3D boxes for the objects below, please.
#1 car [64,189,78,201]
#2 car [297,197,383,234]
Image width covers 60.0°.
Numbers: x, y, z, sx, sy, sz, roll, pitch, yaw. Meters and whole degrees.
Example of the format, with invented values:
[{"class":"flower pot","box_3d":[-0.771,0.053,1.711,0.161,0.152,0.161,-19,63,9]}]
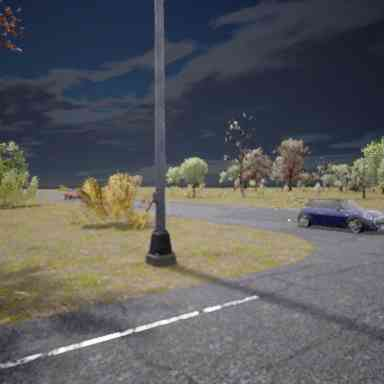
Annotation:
[{"class":"car","box_3d":[-21.482,0.451,60.083,2.150,2.045,5.566,-1,2,-35]},{"class":"car","box_3d":[8.155,1.169,18.273,2.097,1.767,4.553,-1,1,-35]}]
